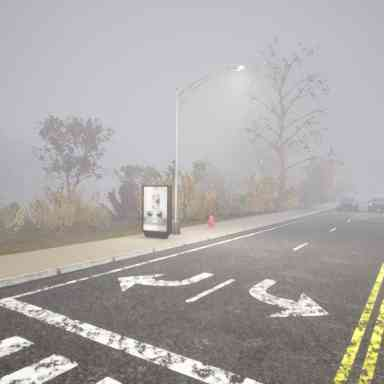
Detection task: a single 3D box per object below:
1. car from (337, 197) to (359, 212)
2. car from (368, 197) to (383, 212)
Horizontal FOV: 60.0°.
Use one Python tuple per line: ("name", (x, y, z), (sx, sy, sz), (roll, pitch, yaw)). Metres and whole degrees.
("car", (18.670, 1.390, 39.767), (2.097, 1.767, 4.553), (0, 0, 30))
("car", (21.474, 1.392, 38.124), (2.097, 1.767, 4.553), (0, 0, 30))
